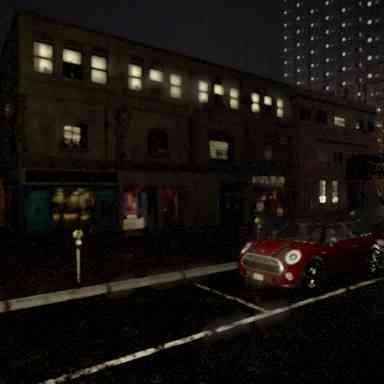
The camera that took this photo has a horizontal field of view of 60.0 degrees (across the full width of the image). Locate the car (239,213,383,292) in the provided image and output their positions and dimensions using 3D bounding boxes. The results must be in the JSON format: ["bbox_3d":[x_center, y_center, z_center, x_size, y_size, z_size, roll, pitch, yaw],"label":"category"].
[{"bbox_3d":[3.152,1.422,8.810,4.097,1.590,1.967,0,0,-35],"label":"car"}]

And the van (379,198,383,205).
[{"bbox_3d":[30.852,1.203,51.215,1.690,1.788,3.998,0,0,-35],"label":"van"}]
